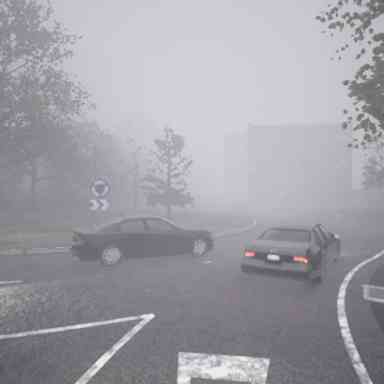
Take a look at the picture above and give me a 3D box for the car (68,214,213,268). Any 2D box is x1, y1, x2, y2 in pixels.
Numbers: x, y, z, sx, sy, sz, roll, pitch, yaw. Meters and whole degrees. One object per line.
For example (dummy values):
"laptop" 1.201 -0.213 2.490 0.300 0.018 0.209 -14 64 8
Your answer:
"car" -1.602 1.519 11.488 5.008 1.535 1.882 0 1 -29

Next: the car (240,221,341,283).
"car" 3.177 1.586 9.935 2.033 1.411 5.357 0 0 30

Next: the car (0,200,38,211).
"car" -21.574 1.690 41.548 4.181 1.385 1.994 1 -1 -38

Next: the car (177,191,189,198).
"car" -1.872 0.433 69.213 2.033 1.411 5.357 0 5 9
